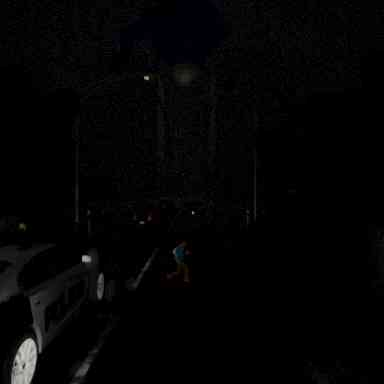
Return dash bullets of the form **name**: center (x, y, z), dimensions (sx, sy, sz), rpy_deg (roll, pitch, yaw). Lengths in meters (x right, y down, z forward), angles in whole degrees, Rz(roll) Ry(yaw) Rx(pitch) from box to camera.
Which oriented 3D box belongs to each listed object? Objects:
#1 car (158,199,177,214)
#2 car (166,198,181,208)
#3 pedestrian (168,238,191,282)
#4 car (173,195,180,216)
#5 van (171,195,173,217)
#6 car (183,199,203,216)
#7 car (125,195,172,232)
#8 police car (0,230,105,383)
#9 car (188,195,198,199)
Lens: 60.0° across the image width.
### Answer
- **car**: center (-2.605, 1.517, 36.623), dimensions (1.752, 1.417, 4.829), rpy_deg (0, 0, 0)
- **car**: center (-2.596, 1.555, 48.021), dimensions (2.008, 1.369, 4.403), rpy_deg (0, 0, 0)
- **pedestrian**: center (-0.271, 1.664, 8.159), dimensions (0.500, 1.100, 0.500), rpy_deg (0, 0, 0)
- **car**: center (-2.608, 1.302, 31.180), dimensions (2.192, 1.841, 5.009), rpy_deg (0, 0, 0)
- **van**: center (-2.612, 1.325, 25.566), dimensions (1.690, 1.788, 3.998), rpy_deg (0, 0, 0)
- **car**: center (0.114, 1.588, 32.132), dimensions (1.895, 1.301, 4.718), rpy_deg (0, 0, 0)
- **car**: center (-2.616, 1.299, 19.952), dimensions (2.192, 1.841, 5.009), rpy_deg (0, 0, 0)
- **police car**: center (-2.745, 1.419, 5.151), dimensions (1.930, 1.638, 5.238), rpy_deg (0, 0, 0)
- **car**: center (0.102, 1.478, 44.538), dimensions (1.882, 1.535, 5.008), rpy_deg (0, 0, 0)
